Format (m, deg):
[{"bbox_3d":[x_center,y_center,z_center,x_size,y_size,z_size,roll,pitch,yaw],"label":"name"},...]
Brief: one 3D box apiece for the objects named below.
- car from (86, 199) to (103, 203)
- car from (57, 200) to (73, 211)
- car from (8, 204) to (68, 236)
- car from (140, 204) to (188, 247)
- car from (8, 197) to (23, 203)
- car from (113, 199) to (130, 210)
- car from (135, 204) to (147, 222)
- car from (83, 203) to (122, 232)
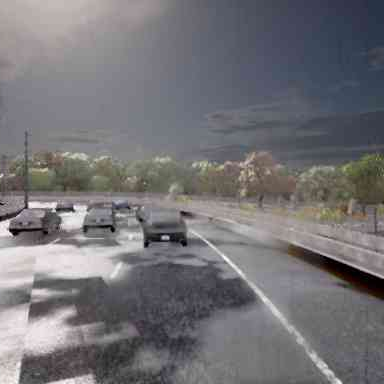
[{"bbox_3d":[-12.524,1.691,43.027,1.837,1.490,4.892,0,0,-23],"label":"car"},{"bbox_3d":[-17.033,1.780,44.511,1.994,1.385,4.181,0,0,-25],"label":"car"},{"bbox_3d":[-8.912,1.651,19.305,2.033,1.411,5.357,0,0,-11],"label":"car"},{"bbox_3d":[-1.255,1.553,15.431,1.837,1.490,4.892,0,0,-6],"label":"car"},{"bbox_3d":[-41.265,1.988,77.848,5.357,1.411,2.033,0,0,43],"label":"car"},{"bbox_3d":[-9.746,1.699,45.376,1.812,1.442,4.674,0,0,-24],"label":"car"},{"bbox_3d":[-3.568,1.656,27.419,1.994,1.385,4.181,0,0,-13],"label":"car"},{"bbox_3d":[-5.646,1.635,20.834,2.033,1.411,5.357,0,0,-11],"label":"car"}]
